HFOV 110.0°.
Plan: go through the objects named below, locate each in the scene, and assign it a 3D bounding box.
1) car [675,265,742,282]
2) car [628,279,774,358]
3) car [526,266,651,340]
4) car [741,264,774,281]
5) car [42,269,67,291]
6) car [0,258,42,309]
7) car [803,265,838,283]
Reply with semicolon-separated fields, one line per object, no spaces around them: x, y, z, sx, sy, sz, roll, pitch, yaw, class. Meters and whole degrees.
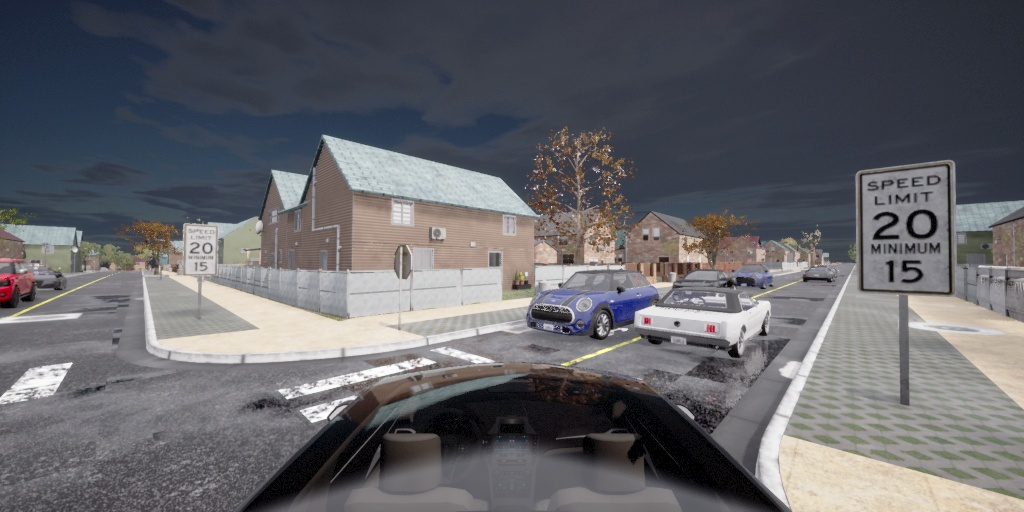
9.594;1.395;17.758;1.882;1.535;5.008;-1;-1;44;car
4.868;1.414;8.748;1.895;1.301;4.718;-1;-1;44;car
2.491;1.184;10.445;4.553;1.767;2.097;1;-1;-45;car
16.830;1.356;25.252;2.097;1.767;4.553;-1;-1;44;car
-30.503;1.562;23.139;4.181;1.385;1.994;-1;-2;44;car
-22.036;1.099;14.941;5.566;2.045;2.150;-1;-2;44;car
27.697;1.652;32.353;4.181;1.385;1.994;1;-1;-45;car
